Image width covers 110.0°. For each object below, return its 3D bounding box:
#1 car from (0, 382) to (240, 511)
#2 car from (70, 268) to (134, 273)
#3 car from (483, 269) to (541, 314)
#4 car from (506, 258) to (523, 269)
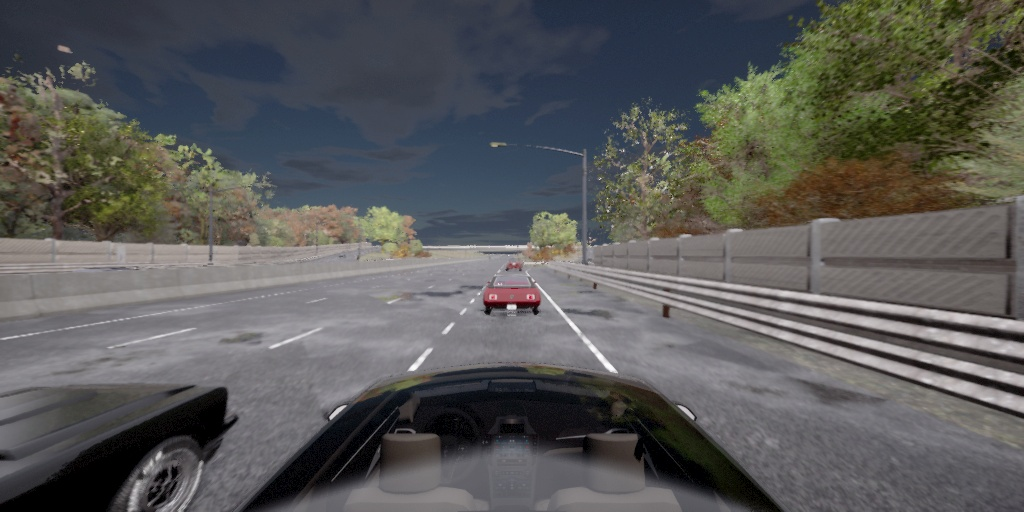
[{"bbox_3d":[-3.400,1.351,1.081,1.895,1.301,4.718,0,0,0],"label":"car"},{"bbox_3d":[-21.098,1.298,18.366,2.033,1.411,5.357,0,0,0],"label":"car"},{"bbox_3d":[-0.001,1.350,13.738,1.895,1.301,4.718,0,0,0],"label":"car"},{"bbox_3d":[0.461,1.125,50.259,2.097,1.767,4.553,0,0,5],"label":"car"}]
